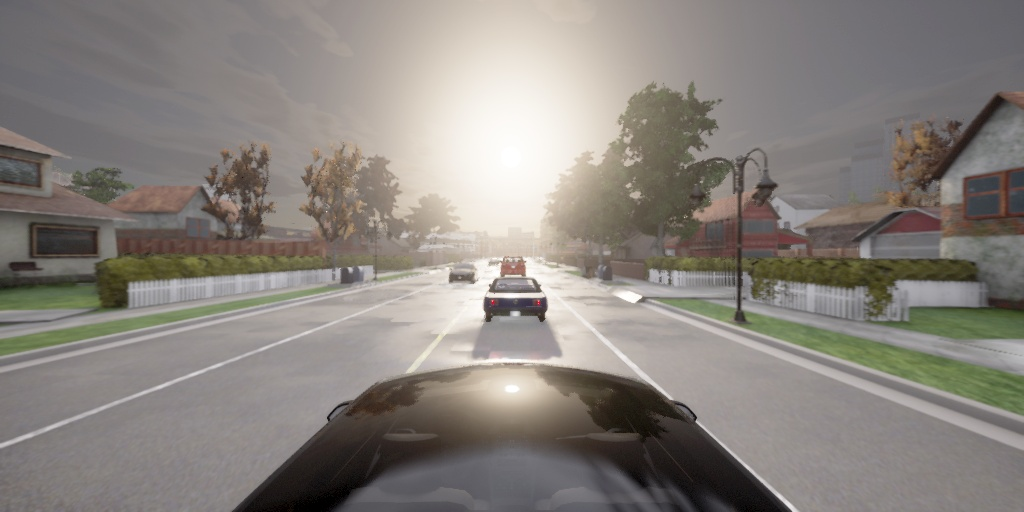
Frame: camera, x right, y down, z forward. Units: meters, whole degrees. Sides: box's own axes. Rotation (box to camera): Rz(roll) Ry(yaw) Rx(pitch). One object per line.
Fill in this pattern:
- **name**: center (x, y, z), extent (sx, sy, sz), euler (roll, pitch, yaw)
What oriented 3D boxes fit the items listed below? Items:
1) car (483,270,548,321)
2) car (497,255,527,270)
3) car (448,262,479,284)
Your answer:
- **car**: center (0.097, 1.349, 12.421), extent (1.895, 1.301, 4.718), euler (0, 0, 0)
- **car**: center (0.096, 0.967, 31.367), extent (2.150, 2.045, 5.566), euler (0, 0, 0)
- **car**: center (-3.601, 1.253, 27.212), extent (1.837, 1.490, 4.892), euler (0, 0, 0)
